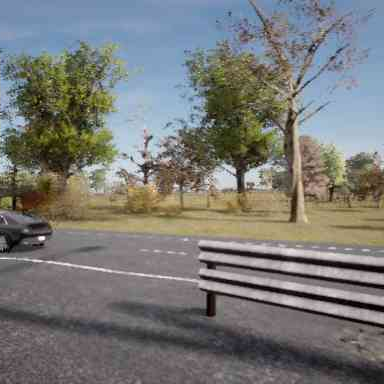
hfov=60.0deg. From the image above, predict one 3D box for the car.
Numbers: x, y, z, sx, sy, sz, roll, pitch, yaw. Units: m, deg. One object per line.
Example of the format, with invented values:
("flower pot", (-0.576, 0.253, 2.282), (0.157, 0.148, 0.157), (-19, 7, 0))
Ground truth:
("car", (-8.215, 1.572, 14.108), (4.892, 1.490, 1.837), (1, -1, 22))
